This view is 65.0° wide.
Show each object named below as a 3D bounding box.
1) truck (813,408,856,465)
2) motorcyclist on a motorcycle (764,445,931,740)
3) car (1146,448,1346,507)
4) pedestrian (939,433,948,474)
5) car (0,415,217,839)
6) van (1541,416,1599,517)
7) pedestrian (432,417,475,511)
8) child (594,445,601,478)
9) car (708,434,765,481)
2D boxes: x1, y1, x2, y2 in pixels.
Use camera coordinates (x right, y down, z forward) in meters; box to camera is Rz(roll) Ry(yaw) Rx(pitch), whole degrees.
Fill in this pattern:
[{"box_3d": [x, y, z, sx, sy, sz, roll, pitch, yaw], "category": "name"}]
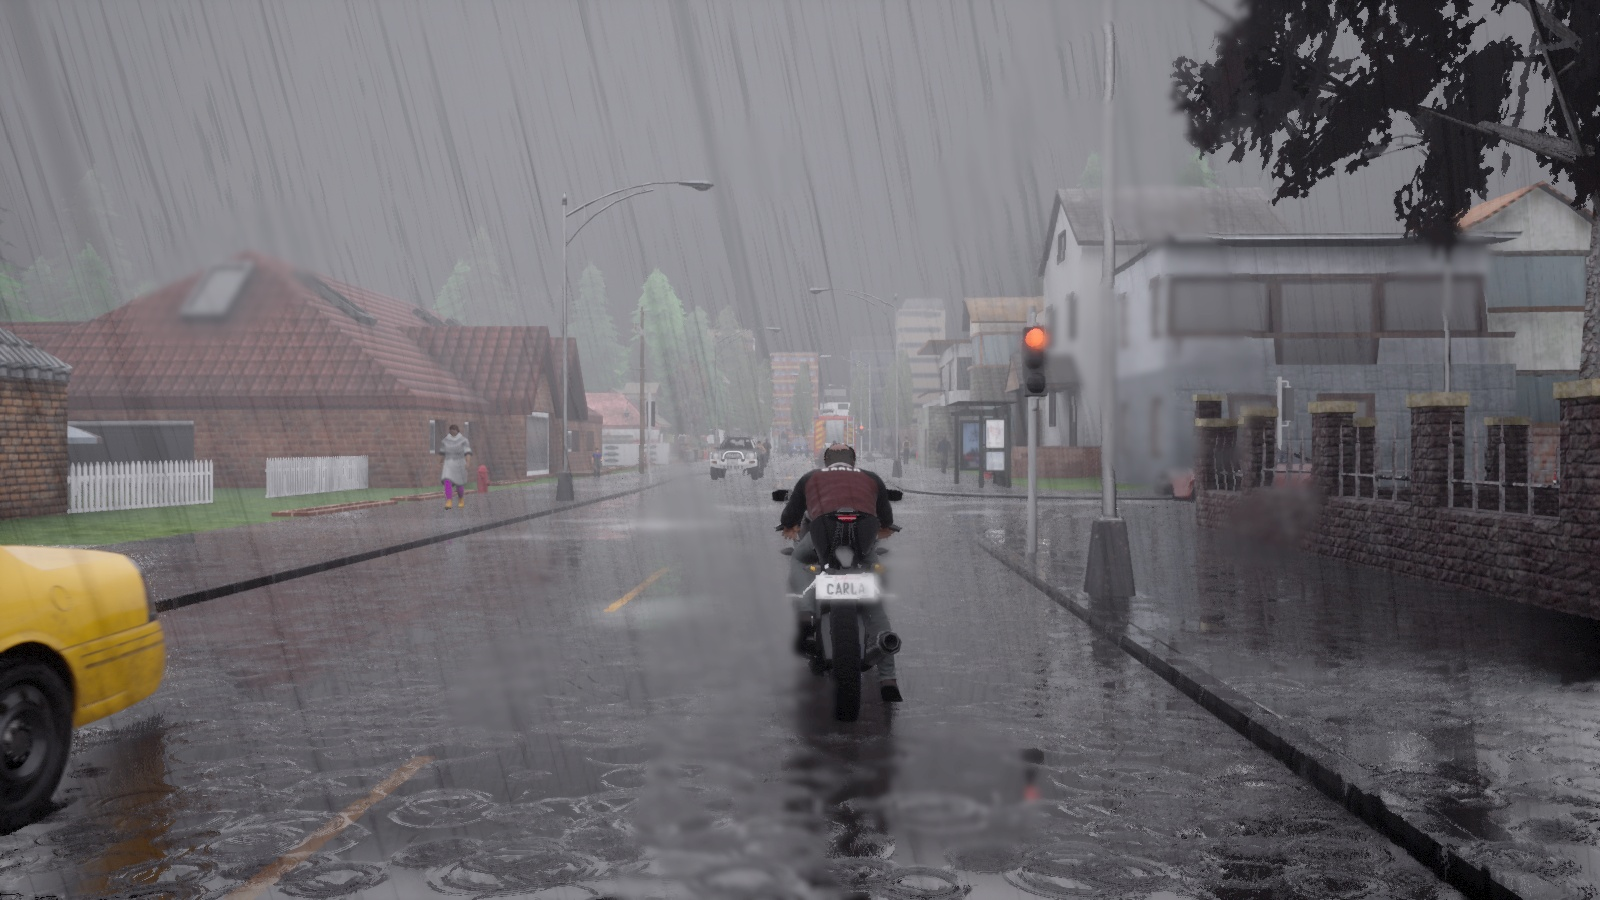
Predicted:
[{"box_3d": [2.443, -0.918, 88.847, 2.891, 3.827, 8.468, 0, 0, 1], "category": "truck"}, {"box_3d": [0.244, 0.739, 7.623, 0.866, 1.530, 2.191, 0, 0, 0], "category": "motorcyclist on a motorcycle"}, {"box_3d": [10.784, 0.647, 30.592, 4.181, 1.385, 1.994, 0, 0, 1], "category": "car"}, {"box_3d": [6.509, 0.141, 56.854, 0.402, 1.842, 0.726, 0, 0, 7], "category": "pedestrian"}, {"box_3d": [-3.914, 0.662, 3.614, 1.801, 1.575, 5.366, 0, 0, 2], "category": "car"}, {"box_3d": [18.371, 0.336, 26.301, 4.480, 2.038, 2.069, 0, 0, -1], "category": "van"}, {"box_3d": [-7.361, 0.293, 26.678, 0.659, 1.952, 0.873, 0, 0, 1], "category": "pedestrian"}, {"box_3d": [-8.002, 0.450, 49.532, 0.270, 1.263, 0.437, 0, 0, -8], "category": "child"}, {"box_3d": [-2.569, 0.268, 52.005, 1.932, 1.855, 4.605, 0, 0, 2], "category": "car"}]
